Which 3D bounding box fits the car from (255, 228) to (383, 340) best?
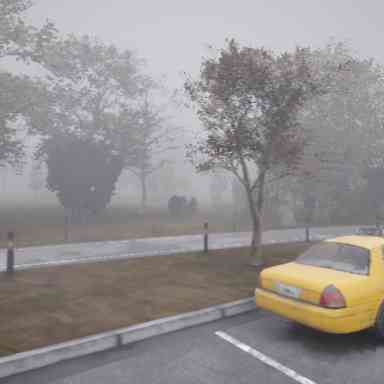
[{"bbox_3d":[3.676,1.487,6.484,5.366,1.575,1.946,0,-2,-31],"label":"car"}]
